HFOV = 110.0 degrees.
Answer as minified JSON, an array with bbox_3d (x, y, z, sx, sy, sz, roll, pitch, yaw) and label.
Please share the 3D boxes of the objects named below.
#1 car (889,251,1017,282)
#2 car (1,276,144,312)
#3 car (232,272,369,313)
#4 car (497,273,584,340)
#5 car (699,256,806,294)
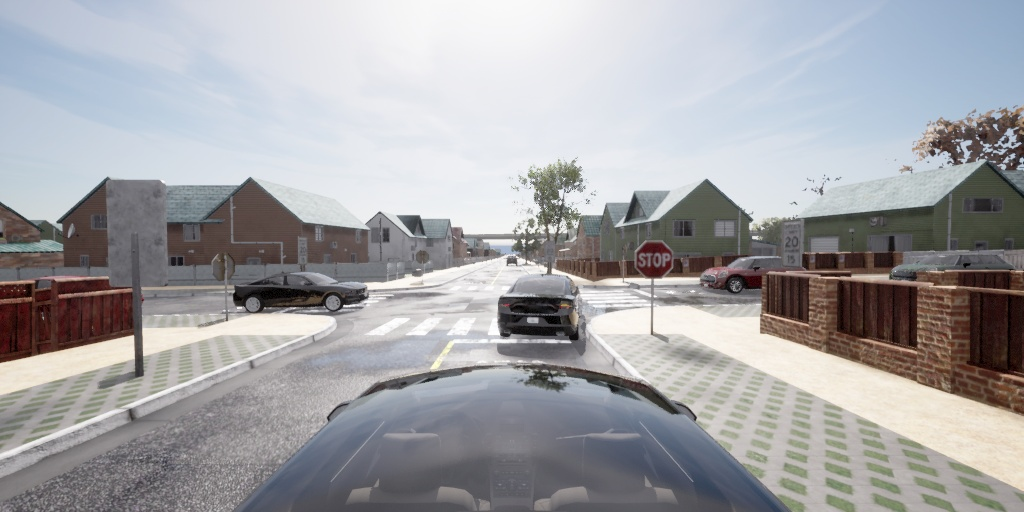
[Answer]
[{"bbox_3d":[21.700,0.646,17.768,4.553,1.767,2.097,-1,2,0],"label":"car"},{"bbox_3d":[-18.022,1.547,14.547,5.008,1.535,1.882,-1,2,0],"label":"car"},{"bbox_3d":[-8.470,1.377,14.611,5.008,1.535,1.882,-1,2,0],"label":"car"},{"bbox_3d":[0.957,1.225,10.085,1.882,1.535,5.008,0,0,12],"label":"car"},{"bbox_3d":[11.805,0.821,17.696,4.553,1.767,2.097,-1,2,0],"label":"car"}]
